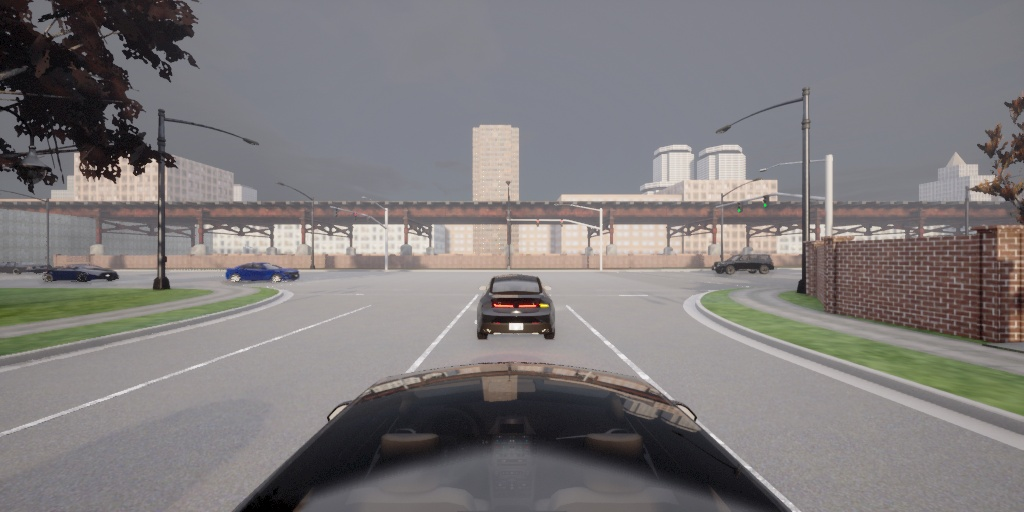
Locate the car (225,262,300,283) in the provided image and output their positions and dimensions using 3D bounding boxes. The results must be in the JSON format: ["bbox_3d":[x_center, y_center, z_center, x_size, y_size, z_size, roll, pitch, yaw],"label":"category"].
[{"bbox_3d":[-18.771,1.228,27.102,5.008,1.535,1.882,0,0,2],"label":"car"}]

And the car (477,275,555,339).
[{"bbox_3d":[0.094,1.256,10.049,1.837,1.490,4.892,0,0,0],"label":"car"}]

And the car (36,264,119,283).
[{"bbox_3d":[-32.962,1.314,27.509,4.181,1.385,1.994,0,0,1],"label":"car"}]

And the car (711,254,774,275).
[{"bbox_3d":[23.557,0.835,36.650,5.566,2.045,2.150,-1,0,3],"label":"car"}]
